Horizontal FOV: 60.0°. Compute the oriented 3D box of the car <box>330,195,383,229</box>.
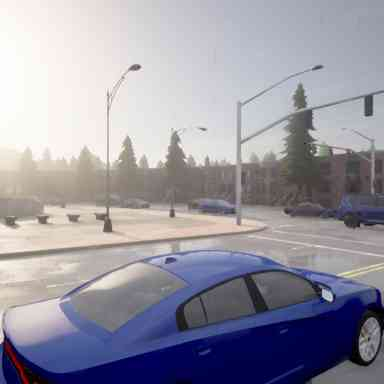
[{"bbox_3d":[11.482,1.219,19.674,2.150,2.045,5.566,0,0,-34],"label":"car"}]

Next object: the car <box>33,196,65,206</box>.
[{"bbox_3d":[-22.213,1.471,52.322,4.181,1.385,1.994,0,0,16],"label":"car"}]

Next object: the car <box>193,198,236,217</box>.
[{"bbox_3d":[2.564,1.477,32.173,1.882,1.535,5.008,0,0,-36],"label":"car"}]

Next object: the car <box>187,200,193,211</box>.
[{"bbox_3d":[1.502,1.478,39.352,1.882,1.535,5.008,0,0,-39],"label":"car"}]

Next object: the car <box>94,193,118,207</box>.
[{"bbox_3d":[-12.768,1.221,51.934,5.566,2.045,2.150,0,0,28],"label":"car"}]

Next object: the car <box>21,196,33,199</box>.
[{"bbox_3d":[-29.901,1.505,60.665,4.892,1.490,1.837,0,0,5],"label":"car"}]

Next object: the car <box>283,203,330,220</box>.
[{"bbox_3d":[10.178,1.601,27.917,1.895,1.301,4.718,0,0,-38],"label":"car"}]

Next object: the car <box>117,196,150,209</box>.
[{"bbox_3d":[-7.459,1.563,43.947,4.181,1.385,1.994,0,0,40],"label":"car"}]

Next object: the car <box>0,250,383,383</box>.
[{"bbox_3d":[0.445,1.478,4.113,5.008,1.535,1.882,0,0,-35],"label":"car"}]
